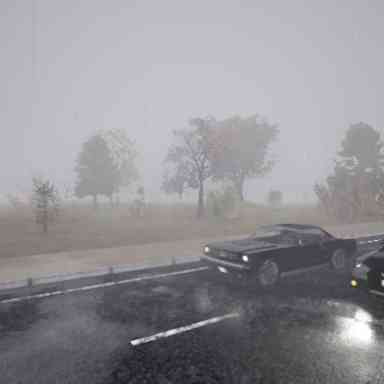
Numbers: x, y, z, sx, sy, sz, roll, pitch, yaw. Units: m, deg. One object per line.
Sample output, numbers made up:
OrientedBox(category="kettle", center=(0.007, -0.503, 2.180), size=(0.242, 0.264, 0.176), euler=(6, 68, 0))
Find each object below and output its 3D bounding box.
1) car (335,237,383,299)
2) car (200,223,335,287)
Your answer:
OrientedBox(category="car", center=(5.385, 1.569, 7.428), size=(4.181, 1.385, 1.994), euler=(0, 0, -35))
OrientedBox(category="car", center=(2.571, 1.603, 9.437), size=(4.718, 1.301, 1.895), euler=(0, 0, -35))
